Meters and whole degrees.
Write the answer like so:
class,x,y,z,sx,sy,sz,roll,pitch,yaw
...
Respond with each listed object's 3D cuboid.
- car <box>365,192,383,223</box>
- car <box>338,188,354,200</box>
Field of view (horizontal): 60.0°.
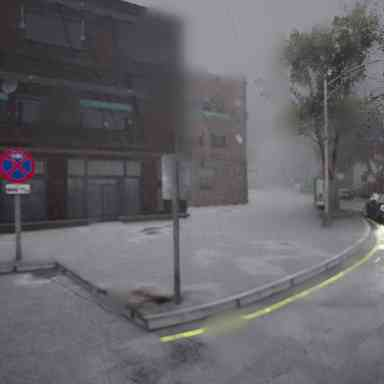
class,x,y,z,sx,sy,sz,roll,pitch,yaw
car,11.473,0.779,19.135,2.097,1.767,4.553,-1,1,18
car,16.879,0.188,38.609,1.994,1.385,4.181,-1,2,-4
